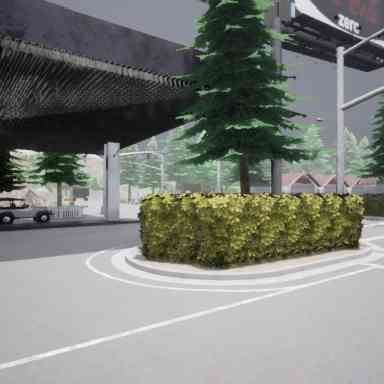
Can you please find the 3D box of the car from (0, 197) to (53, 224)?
[{"bbox_3d":[-12.017,1.313,23.451,3.866,1.878,1.905,0,0,-36],"label":"car"}]
